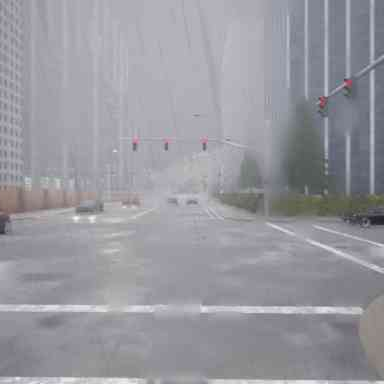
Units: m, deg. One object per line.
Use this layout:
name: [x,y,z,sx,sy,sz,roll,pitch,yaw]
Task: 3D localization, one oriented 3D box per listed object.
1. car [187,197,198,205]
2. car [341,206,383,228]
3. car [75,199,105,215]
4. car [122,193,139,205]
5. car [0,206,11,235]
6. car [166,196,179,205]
car: [0.057,1.601,58.411,1.895,1.301,4.718,0,0,0]
car: [12.151,1.545,21.203,4.718,1.301,1.895,0,0,0]
car: [-10.565,1.478,34.688,1.882,1.535,5.008,0,0,0]
car: [-10.460,1.227,57.289,2.150,2.045,5.566,0,0,0]
car: [-10.583,1.321,15.628,2.097,1.767,4.553,0,0,0]
car: [-3.443,1.505,58.385,1.837,1.490,4.892,0,0,0]
